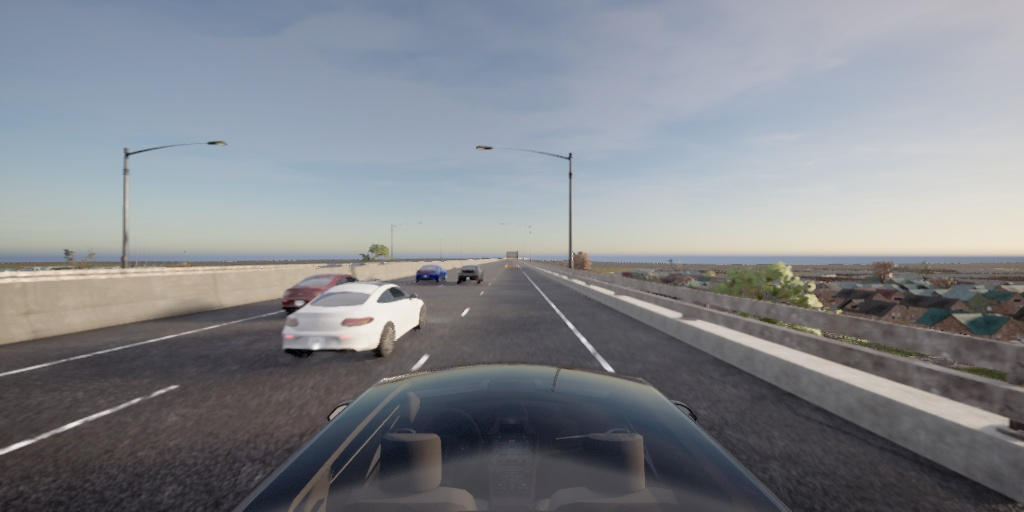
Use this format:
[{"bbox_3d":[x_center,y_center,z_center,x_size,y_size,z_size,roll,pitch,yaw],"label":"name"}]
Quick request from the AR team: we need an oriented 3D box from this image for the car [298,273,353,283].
[{"bbox_3d":[-6.899,1.387,13.945,1.812,1.442,4.674,0,-1,0],"label":"car"}]

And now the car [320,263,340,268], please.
[{"bbox_3d":[-24.536,1.717,49.039,2.033,1.411,5.357,0,0,1],"label":"car"}]

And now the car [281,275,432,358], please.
[{"bbox_3d":[-3.399,1.338,8.546,1.812,1.442,4.674,0,-1,0],"label":"car"}]

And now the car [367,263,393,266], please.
[{"bbox_3d":[-17.551,1.664,49.415,2.128,1.511,4.902,0,0,0],"label":"car"}]

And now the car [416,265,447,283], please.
[{"bbox_3d":[-6.897,1.493,31.100,1.882,1.535,5.008,0,-1,0],"label":"car"}]

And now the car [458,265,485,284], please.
[{"bbox_3d":[-3.397,1.511,30.093,1.837,1.490,4.892,0,-1,0],"label":"car"}]

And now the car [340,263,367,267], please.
[{"bbox_3d":[-21.049,1.647,49.117,1.882,1.535,5.008,0,0,1],"label":"car"}]
